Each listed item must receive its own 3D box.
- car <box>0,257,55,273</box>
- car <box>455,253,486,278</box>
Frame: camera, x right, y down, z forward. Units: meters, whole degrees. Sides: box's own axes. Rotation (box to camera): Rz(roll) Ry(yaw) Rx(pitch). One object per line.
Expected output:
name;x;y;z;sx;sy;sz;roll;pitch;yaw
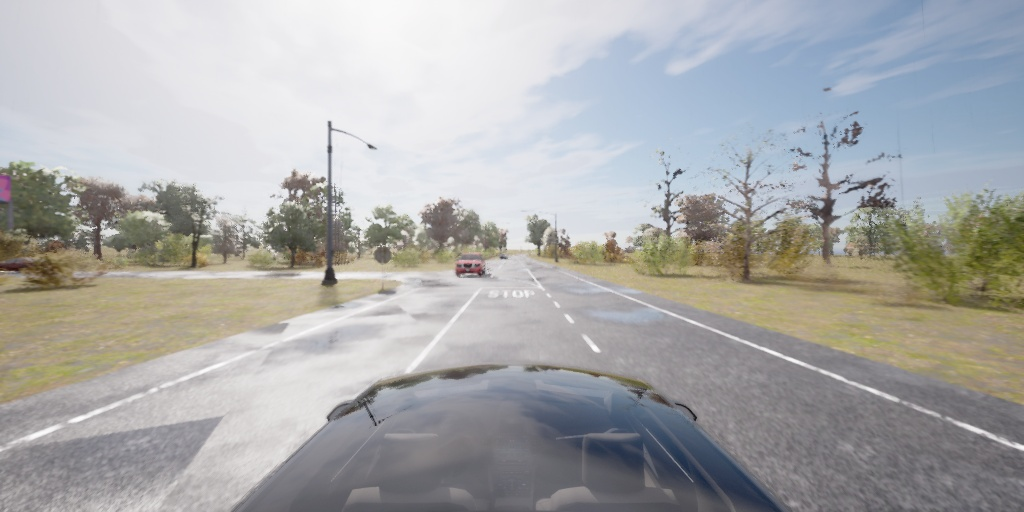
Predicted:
car;-48.591;0.900;35.680;5.008;1.535;1.882;0;0;2
car;-3.466;0.722;30.903;2.150;2.045;5.566;0;0;0
